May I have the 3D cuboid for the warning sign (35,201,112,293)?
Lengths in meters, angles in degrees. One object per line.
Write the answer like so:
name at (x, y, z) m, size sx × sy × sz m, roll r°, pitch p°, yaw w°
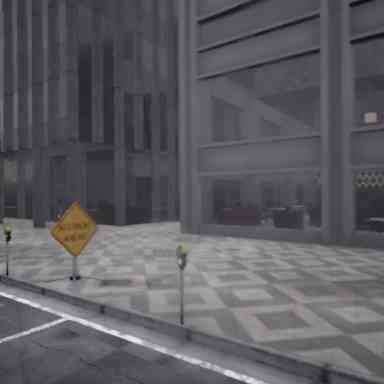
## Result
warning sign at (-2.724, 1.166, 7.738) m, size 1.060 × 1.860 × 1.300 m, roll -1°, pitch 0°, yaw 36°
